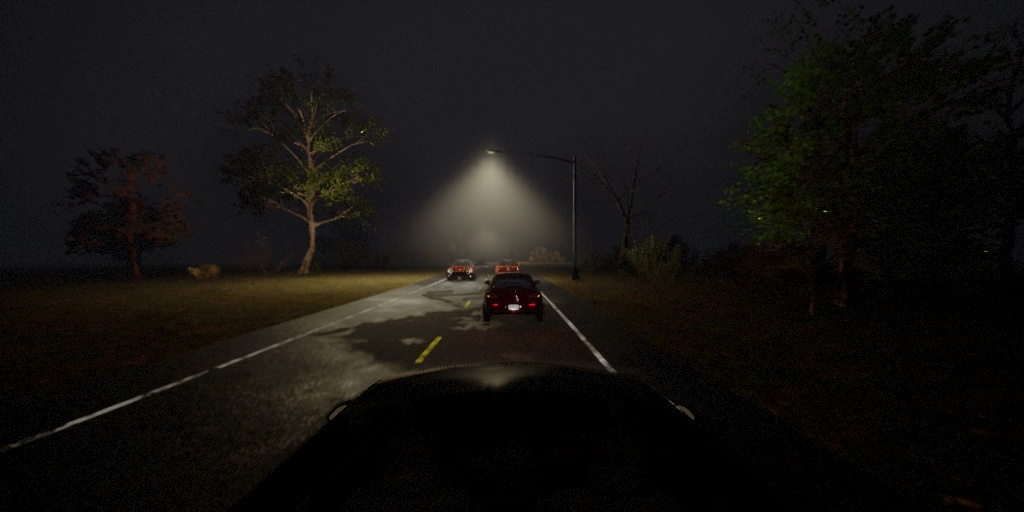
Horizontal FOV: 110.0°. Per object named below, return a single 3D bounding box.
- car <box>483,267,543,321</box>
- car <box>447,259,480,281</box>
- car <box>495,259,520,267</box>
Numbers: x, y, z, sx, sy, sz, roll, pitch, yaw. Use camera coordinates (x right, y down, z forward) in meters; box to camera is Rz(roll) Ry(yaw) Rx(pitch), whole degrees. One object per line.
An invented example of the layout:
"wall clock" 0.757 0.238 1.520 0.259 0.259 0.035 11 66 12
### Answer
"car" 0.022 1.272 12.345 1.812 1.442 4.674 0 0 -1
"car" -4.013 1.085 29.271 2.097 1.767 4.553 0 0 -2
"car" -0.368 1.081 30.965 2.097 1.767 4.553 0 0 -2
